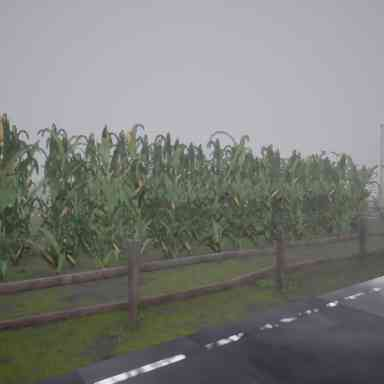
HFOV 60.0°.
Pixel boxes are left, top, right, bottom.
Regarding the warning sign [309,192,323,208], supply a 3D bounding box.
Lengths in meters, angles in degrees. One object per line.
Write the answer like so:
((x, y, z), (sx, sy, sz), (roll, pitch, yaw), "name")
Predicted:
((14.903, 0.988, 39.887), (1.300, 1.860, 1.060), (-1, 0, -36), "warning sign")
